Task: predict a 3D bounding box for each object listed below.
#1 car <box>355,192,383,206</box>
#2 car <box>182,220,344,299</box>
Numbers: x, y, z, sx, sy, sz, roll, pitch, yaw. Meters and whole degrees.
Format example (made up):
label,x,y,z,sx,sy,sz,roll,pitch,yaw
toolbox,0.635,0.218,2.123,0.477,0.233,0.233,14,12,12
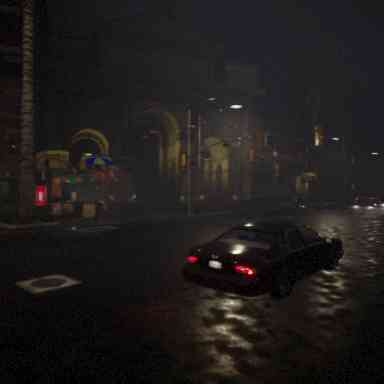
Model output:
label,x,y,z,sx,sy,sz,roll,pitch,yaw
car,23.011,0.856,43.569,2.097,1.767,4.553,2,1,41
car,2.082,1.420,8.249,2.033,1.411,5.357,2,1,41
